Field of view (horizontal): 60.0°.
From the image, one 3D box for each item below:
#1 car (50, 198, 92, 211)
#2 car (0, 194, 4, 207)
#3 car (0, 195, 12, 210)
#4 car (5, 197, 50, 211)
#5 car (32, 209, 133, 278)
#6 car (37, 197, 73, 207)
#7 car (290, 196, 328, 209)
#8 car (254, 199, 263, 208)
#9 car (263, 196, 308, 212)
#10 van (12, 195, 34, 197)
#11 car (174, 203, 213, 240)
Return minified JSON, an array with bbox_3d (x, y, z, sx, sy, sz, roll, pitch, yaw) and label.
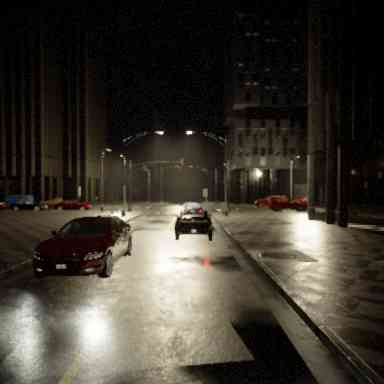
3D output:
[{"bbox_3d":[-14.974,1.707,41.892,4.507,1.381,1.887,0,0,0],"label":"car"},{"bbox_3d":[-31.572,1.303,50.347,5.009,1.841,2.192,0,0,0],"label":"car"},{"bbox_3d":[-26.023,1.432,41.841,5.009,1.841,2.192,0,0,0],"label":"car"},{"bbox_3d":[-20.499,1.690,41.867,4.403,1.369,2.008,0,0,0],"label":"car"},{"bbox_3d":[-3.108,1.504,10.397,1.882,1.535,5.008,0,0,0],"label":"car"},{"bbox_3d":[-20.693,1.557,50.393,4.829,1.417,1.752,0,0,0],"label":"car"},{"bbox_3d":[17.685,1.521,50.555,5.009,1.841,2.192,0,0,0],"label":"car"},{"bbox_3d":[12.041,1.493,50.530,5.009,1.841,2.192,0,0,0],"label":"car"},{"bbox_3d":[12.068,1.600,42.006,5.009,1.841,2.192,0,0,0],"label":"car"},{"bbox_3d":[-26.047,1.351,50.370,3.998,1.788,1.690,0,0,0],"label":"van"},{"bbox_3d":[0.076,1.541,17.357,2.128,1.511,4.902,0,0,0],"label":"car"}]
